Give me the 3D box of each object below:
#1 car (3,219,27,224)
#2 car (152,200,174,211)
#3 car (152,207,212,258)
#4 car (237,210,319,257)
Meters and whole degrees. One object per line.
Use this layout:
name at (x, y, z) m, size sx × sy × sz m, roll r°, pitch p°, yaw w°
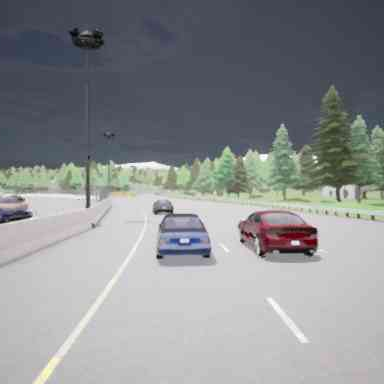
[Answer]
car at (-11.901, 1.556, 21.070) m, size 1.895 × 1.301 × 4.718 m, roll 0°, pitch 0°, yaw -6°
car at (-2.969, 1.450, 33.612) m, size 1.994 × 1.385 × 4.181 m, roll 0°, pitch 0°, yaw -10°
car at (-0.395, 1.503, 12.501) m, size 2.033 × 1.411 × 5.357 m, roll 0°, pitch 0°, yaw -4°
car at (3.055, 1.423, 12.792) m, size 1.882 × 1.535 × 5.008 m, roll 0°, pitch 0°, yaw -4°
